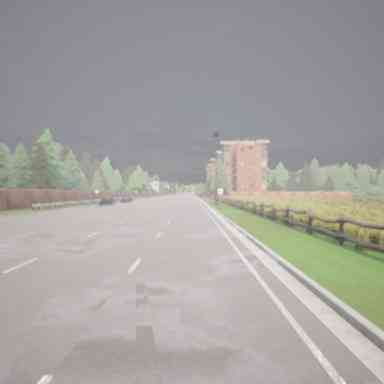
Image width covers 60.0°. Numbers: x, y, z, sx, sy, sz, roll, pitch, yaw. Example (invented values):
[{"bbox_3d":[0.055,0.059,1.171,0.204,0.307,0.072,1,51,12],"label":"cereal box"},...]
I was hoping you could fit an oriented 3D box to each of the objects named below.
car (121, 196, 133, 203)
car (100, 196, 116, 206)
[{"bbox_3d":[-14.013,1.584,71.964,1.994,1.385,4.181,0,0,0],"label":"car"},{"bbox_3d":[-14.010,1.528,55.810,1.837,1.490,4.892,0,-1,0],"label":"car"}]
